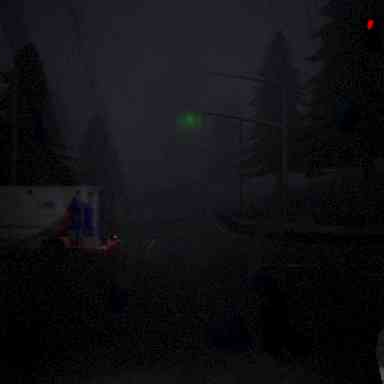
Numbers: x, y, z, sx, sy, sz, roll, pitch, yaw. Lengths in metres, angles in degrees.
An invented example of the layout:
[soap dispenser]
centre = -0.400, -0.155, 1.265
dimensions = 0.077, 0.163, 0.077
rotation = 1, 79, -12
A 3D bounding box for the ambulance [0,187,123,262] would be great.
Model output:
[ambulance]
centre = -5.852, 1.043, 11.843
dimensions = 6.366, 2.431, 2.351
rotation = 0, 0, 0
